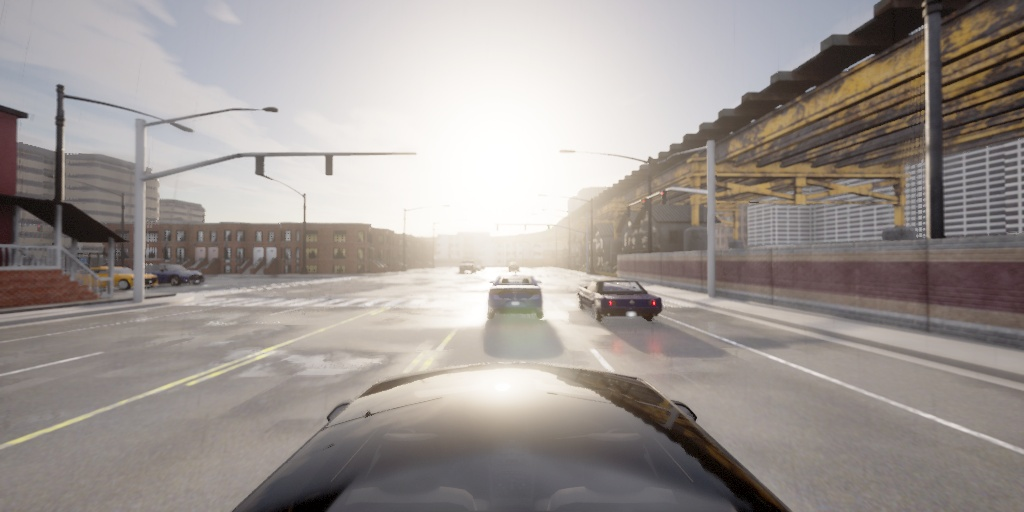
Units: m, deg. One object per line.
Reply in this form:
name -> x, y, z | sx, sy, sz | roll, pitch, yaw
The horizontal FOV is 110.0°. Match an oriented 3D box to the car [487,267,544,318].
car -> 0.131, 1.371, 13.768 | 1.882, 1.535, 5.008 | 0, -1, 0

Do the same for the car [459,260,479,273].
car -> -6.871, 1.617, 56.022 | 2.150, 2.045, 5.566 | 0, -1, 0

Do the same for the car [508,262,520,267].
car -> 0.330, 1.960, 62.009 | 2.128, 1.511, 4.902 | 0, -1, 0

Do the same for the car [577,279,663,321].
car -> 3.628, 1.487, 13.057 | 1.895, 1.301, 4.718 | 0, -1, 0

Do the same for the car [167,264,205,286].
car -> -26.935, 1.411, 28.157 | 4.553, 1.767, 2.097 | 0, -1, 0

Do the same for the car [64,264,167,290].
car -> -27.330, 1.495, 24.652 | 5.008, 1.535, 1.882 | 0, -1, 0
